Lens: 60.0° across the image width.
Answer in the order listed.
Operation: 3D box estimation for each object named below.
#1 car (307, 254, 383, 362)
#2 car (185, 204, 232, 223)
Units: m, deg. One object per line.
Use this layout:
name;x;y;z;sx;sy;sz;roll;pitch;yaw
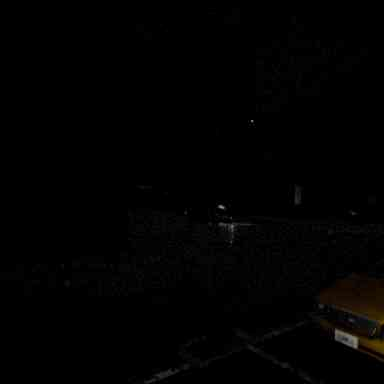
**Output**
car;3.896;1.514;5.556;4.829;1.417;1.752;0;1;-35
car;1.258;1.772;27.923;1.837;1.490;4.892;1;-2;-36
